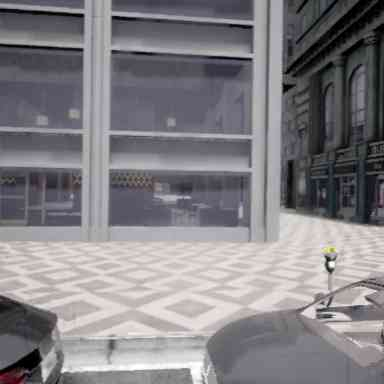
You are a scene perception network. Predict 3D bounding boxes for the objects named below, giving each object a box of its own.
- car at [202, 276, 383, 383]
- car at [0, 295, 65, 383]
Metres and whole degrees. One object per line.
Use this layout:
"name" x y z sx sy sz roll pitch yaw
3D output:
"car" 2.295 1.574 3.267 4.403 1.369 2.008 1 0 -6
"car" -3.310 1.484 2.684 4.313 1.339 1.947 1 0 -6
